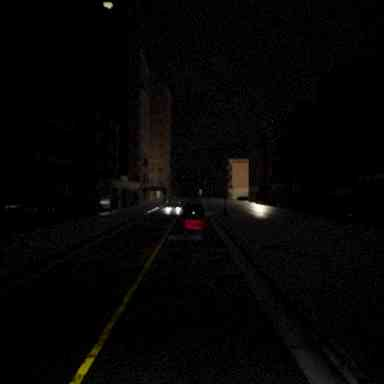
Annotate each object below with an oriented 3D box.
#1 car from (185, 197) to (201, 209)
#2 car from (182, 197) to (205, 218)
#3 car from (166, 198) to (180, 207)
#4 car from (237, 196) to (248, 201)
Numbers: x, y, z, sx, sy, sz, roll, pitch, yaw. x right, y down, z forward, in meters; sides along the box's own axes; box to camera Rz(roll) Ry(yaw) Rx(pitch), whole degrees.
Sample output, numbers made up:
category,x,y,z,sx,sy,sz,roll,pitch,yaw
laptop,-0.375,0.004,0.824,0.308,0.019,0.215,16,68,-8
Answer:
category,x,y,z,sx,sy,sz,roll,pitch,yaw
car,0.154,1.469,45.510,2.128,1.511,4.902,0,0,0
car,0.138,1.491,30.085,1.837,1.490,4.892,0,0,0
car,-2.764,1.576,50.035,1.895,1.301,4.718,0,0,0
car,13.322,1.652,83.052,4.313,1.339,1.947,0,-1,0
